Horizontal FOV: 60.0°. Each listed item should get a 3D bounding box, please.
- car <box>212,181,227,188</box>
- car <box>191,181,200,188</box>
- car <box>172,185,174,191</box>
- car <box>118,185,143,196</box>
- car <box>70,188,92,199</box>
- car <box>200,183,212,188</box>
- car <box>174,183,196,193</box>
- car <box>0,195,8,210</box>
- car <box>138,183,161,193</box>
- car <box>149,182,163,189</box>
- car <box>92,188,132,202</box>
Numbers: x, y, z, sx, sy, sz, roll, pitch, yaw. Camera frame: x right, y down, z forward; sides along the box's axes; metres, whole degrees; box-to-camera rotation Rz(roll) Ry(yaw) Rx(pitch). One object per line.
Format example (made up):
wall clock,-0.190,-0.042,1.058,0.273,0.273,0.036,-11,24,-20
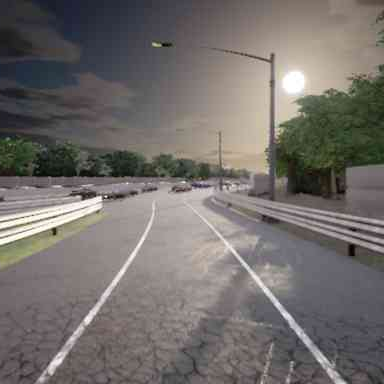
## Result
car,7.788,-1.758,93.346,1.994,1.385,4.181,0,2,18
car,1.144,-2.119,95.547,2.150,2.045,5.566,0,2,18
car,-2.876,-0.910,71.789,1.837,1.490,4.892,0,2,18
car,-9.735,0.004,50.805,1.994,1.385,4.181,0,2,18
car,-14.906,0.155,46.244,1.837,1.490,4.892,0,2,18
car,4.462,-1.849,94.436,1.882,1.535,5.008,0,2,18
car,-1.389,-0.565,65.070,1.895,1.301,4.718,0,2,18
car,-17.637,0.637,26.623,2.150,2.045,5.566,0,2,18
car,-8.312,-0.674,66.421,2.128,1.511,4.902,0,2,18
car,-10.174,-1.872,94.668,2.097,1.767,4.553,0,2,18
car,-9.566,0.448,40.059,1.895,1.301,4.718,0,2,18
